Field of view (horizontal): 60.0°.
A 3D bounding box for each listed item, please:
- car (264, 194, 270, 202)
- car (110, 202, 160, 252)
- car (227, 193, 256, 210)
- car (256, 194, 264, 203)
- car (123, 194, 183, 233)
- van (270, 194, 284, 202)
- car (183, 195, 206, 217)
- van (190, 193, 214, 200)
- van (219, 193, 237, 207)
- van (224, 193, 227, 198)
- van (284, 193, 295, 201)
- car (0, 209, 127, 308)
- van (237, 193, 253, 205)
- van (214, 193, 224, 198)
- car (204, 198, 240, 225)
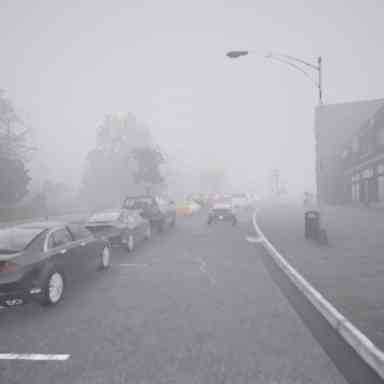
[{"bbox_3d":[14.770,1.601,71.814,2.002,1.452,4.674,-2,0,28],"label":"car"},{"bbox_3d":[-2.977,1.423,13.363,2.231,1.521,4.892,-3,0,5],"label":"car"},{"bbox_3d":[6.102,1.094,40.526,2.150,2.045,5.566,-1,0,16],"label":"car"},{"bbox_3d":[12.206,1.278,66.879,2.435,2.045,5.566,-2,0,24],"label":"car"},{"bbox_3d":[-2.365,1.149,18.954,2.435,2.045,5.566,-3,0,7],"label":"car"},{"bbox_3d":[20.336,1.381,81.596,1.878,1.987,4.442,-2,0,30],"label":"van"},{"bbox_3d":[-0.461,1.373,30.133,1.946,1.575,5.366,-3,0,13],"label":"car"},{"bbox_3d":[0.741,1.153,35.518,1.878,1.987,4.442,-3,0,11],"label":"van"},{"bbox_3d":[5.614,1.202,51.554,1.878,1.987,4.442,-2,0,18],"label":"van"},{"bbox_3d":[3.815,1.178,46.272,1.878,1.987,4.442,-2,0,17],"label":"van"},{"bbox_3d":[25.586,1.411,90.050,1.878,1.987,4.442,-2,0,30],"label":"van"},{"bbox_3d":[-3.400,1.446,7.787,2.231,1.521,4.892,-3,0,4],"label":"car"},{"bbox_3d":[9.849,1.267,61.907,1.878,1.987,4.442,-2,0,23],"label":"van"},{"bbox_3d":[2.186,1.162,40.923,1.878,1.987,4.442,-2,0,17],"label":"van"},{"bbox_3d":[2.174,1.412,23.057,1.812,1.442,4.674,0,0,9],"label":"car"}]
